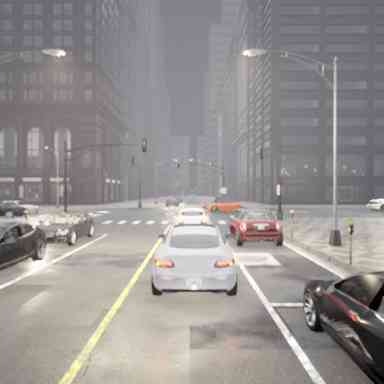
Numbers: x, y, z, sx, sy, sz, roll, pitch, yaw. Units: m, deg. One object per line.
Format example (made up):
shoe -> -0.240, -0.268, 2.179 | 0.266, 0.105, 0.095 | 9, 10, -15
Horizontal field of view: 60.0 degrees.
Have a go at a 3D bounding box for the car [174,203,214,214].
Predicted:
car -> 0.009, 1.536, 17.653 | 1.812, 1.442, 4.674 | 0, 0, 0

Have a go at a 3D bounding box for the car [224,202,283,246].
car -> 2.767, 1.449, 15.215 | 1.967, 1.590, 4.097 | 0, 0, 0

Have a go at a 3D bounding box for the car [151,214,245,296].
car -> 0.067, 1.530, 8.552 | 1.812, 1.442, 4.674 | 0, 0, 1

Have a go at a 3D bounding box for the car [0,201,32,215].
car -> -17.624, 1.564, 30.054 | 5.008, 1.535, 1.882 | 0, 0, -1

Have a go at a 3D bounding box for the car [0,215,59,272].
car -> -5.760, 1.571, 9.579 | 1.947, 1.339, 4.313 | 0, 0, 0

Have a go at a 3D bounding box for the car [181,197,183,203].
car -> -3.040, 1.565, 62.392 | 1.837, 1.490, 4.892 | 0, 1, 0

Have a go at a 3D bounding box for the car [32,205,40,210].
car -> -17.631, 1.598, 33.307 | 4.674, 1.442, 1.812 | 0, 0, 3

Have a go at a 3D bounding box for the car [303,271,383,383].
car -> 2.763, 1.568, 3.942 | 1.947, 1.339, 4.313 | 0, 0, 0

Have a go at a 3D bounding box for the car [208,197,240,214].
car -> 3.072, 1.371, 34.749 | 4.553, 1.767, 2.097 | 0, 0, -26

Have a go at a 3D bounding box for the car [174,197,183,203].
car -> -3.024, 1.680, 74.018 | 1.895, 1.301, 4.718 | 0, 0, 0

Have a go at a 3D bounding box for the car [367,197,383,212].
car -> 22.499, 1.181, 36.831 | 5.566, 2.045, 2.150 | 0, 0, 0

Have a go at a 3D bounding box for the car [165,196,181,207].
car -> -3.022, 1.573, 51.505 | 1.812, 1.442, 4.674 | 0, 0, 0

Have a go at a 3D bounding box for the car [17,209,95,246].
car -> -5.758, 1.560, 15.216 | 2.008, 1.369, 4.403 | 0, 0, 0
